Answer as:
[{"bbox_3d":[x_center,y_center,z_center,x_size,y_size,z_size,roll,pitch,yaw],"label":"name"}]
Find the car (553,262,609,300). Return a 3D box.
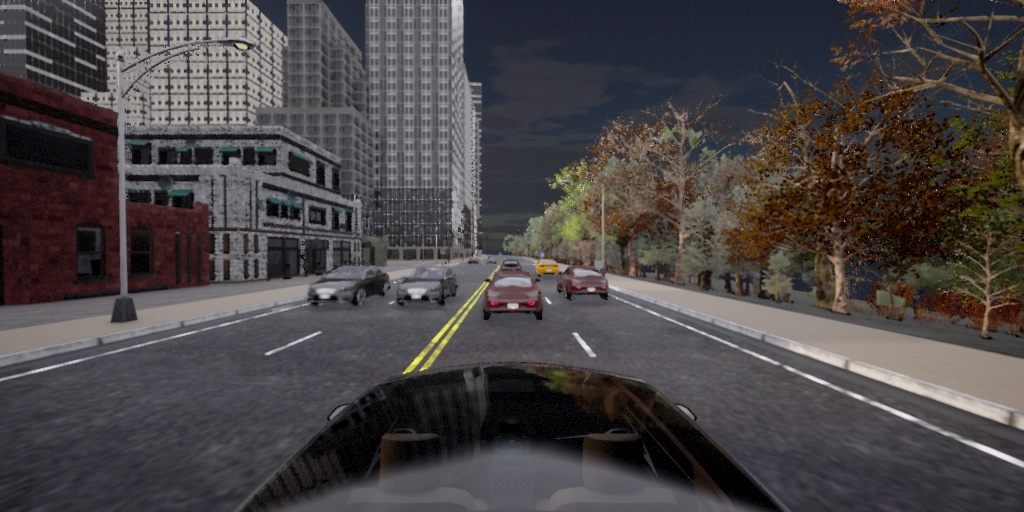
[{"bbox_3d":[3.252,1.189,17.020,1.812,1.442,4.674,0,0,0],"label":"car"}]

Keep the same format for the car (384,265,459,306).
[{"bbox_3d":[-3.434,1.168,15.262,2.128,1.511,4.902,0,0,0],"label":"car"}]

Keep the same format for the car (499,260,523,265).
[{"bbox_3d":[-0.091,1.081,31.473,1.837,1.490,4.892,0,0,0],"label":"car"}]

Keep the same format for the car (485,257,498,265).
[{"bbox_3d":[-3.645,0.882,64.809,1.837,1.490,4.892,0,0,0],"label":"car"}]

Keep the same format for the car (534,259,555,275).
[{"bbox_3d":[3.152,1.043,32.898,1.882,1.535,5.008,0,0,0],"label":"car"}]

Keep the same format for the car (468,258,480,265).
[{"bbox_3d":[-6.895,0.969,64.760,1.895,1.301,4.718,0,0,0],"label":"car"}]

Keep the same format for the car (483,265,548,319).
[{"bbox_3d":[0.023,1.216,12.384,1.812,1.442,4.674,0,1,0],"label":"car"}]

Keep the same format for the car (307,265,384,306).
[{"bbox_3d":[-6.683,1.169,15.226,2.128,1.511,4.902,0,0,0],"label":"car"}]
